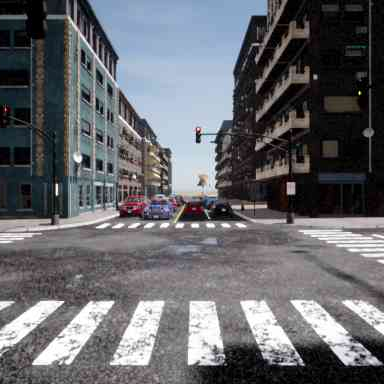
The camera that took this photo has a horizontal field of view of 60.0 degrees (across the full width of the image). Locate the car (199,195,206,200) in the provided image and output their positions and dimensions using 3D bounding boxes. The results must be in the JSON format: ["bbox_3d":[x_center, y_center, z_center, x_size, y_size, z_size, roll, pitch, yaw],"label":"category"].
[{"bbox_3d":[2.902,1.499,91.231,1.887,1.381,4.507,0,0,0],"label":"car"}]

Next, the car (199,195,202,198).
[{"bbox_3d":[2.779,1.422,57.918,1.967,1.590,4.097,0,0,0],"label":"car"}]

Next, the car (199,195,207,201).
[{"bbox_3d":[2.881,1.504,85.679,1.887,1.381,4.507,0,0,0],"label":"car"}]

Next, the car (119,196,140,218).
[{"bbox_3d":[-5.204,1.311,30.187,2.192,1.841,5.009,0,0,0],"label":"car"}]

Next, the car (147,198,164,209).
[{"bbox_3d":[-5.142,1.533,46.844,1.887,1.381,4.507,0,0,0],"label":"car"}]

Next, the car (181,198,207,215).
[{"bbox_3d":[0.205,1.558,33.528,1.994,1.385,4.181,0,0,0],"label":"car"}]

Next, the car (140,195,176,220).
[{"bbox_3d":[-2.774,1.349,28.099,2.097,1.767,4.553,0,0,1],"label":"car"}]

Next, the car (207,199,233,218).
[{"bbox_3d":[2.676,1.562,30.159,1.947,1.339,4.313,0,0,0],"label":"car"}]

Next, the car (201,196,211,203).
[{"bbox_3d":[2.820,1.525,69.023,2.008,1.369,4.403,0,0,0],"label":"car"}]

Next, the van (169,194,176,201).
[{"bbox_3d":[-4.998,1.301,85.707,1.690,1.788,3.998,0,0,0],"label":"van"}]

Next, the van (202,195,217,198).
[{"bbox_3d":[2.739,1.329,46.815,1.690,1.788,3.998,0,0,0],"label":"van"}]

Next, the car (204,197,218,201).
[{"bbox_3d":[2.718,1.573,41.263,1.802,1.307,4.206,0,0,0],"label":"car"}]

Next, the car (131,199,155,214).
[{"bbox_3d":[-5.183,1.538,35.739,1.887,1.381,4.507,0,0,0],"label":"car"}]

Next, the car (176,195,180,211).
[{"bbox_3d":[-2.709,1.470,38.085,1.882,1.535,5.008,0,0,0],"label":"car"}]

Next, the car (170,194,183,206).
[{"bbox_3d":[-2.669,1.465,48.209,1.882,1.535,5.008,0,0,0],"label":"car"}]

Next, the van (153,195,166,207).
[{"bbox_3d":[-5.122,1.326,52.395,1.690,1.788,3.998,0,0,0],"label":"van"}]
